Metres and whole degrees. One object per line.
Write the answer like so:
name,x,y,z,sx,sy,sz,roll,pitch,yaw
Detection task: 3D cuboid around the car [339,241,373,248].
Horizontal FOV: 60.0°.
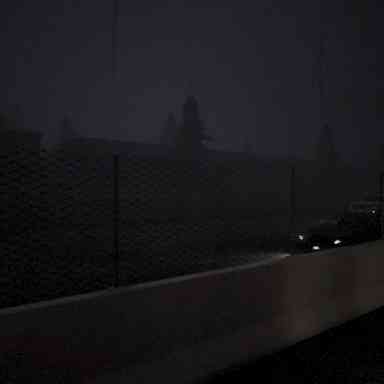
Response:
car,6.383,1.529,12.922,5.357,1.411,2.033,0,0,-36
